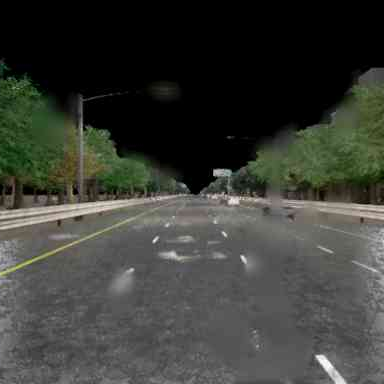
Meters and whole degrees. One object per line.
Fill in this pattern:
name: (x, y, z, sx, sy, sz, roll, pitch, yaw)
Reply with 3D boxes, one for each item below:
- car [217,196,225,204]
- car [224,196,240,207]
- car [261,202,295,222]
car: (7.291, 1.661, 73.967, 2.097, 1.767, 4.553, 0, 0, 0)
car: (7.175, 1.758, 57.590, 1.812, 1.442, 4.674, 0, 0, 0)
car: (7.038, 1.575, 27.499, 2.128, 1.511, 4.902, 0, 0, 0)
